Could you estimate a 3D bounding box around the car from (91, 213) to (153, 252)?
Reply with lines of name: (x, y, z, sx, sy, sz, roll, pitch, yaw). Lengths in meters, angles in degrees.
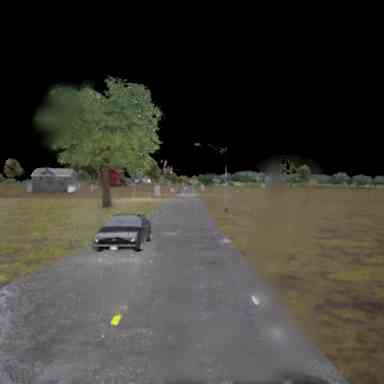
car: (-2.848, 1.676, 14.773, 2.033, 1.411, 5.357, 0, 0, 0)
